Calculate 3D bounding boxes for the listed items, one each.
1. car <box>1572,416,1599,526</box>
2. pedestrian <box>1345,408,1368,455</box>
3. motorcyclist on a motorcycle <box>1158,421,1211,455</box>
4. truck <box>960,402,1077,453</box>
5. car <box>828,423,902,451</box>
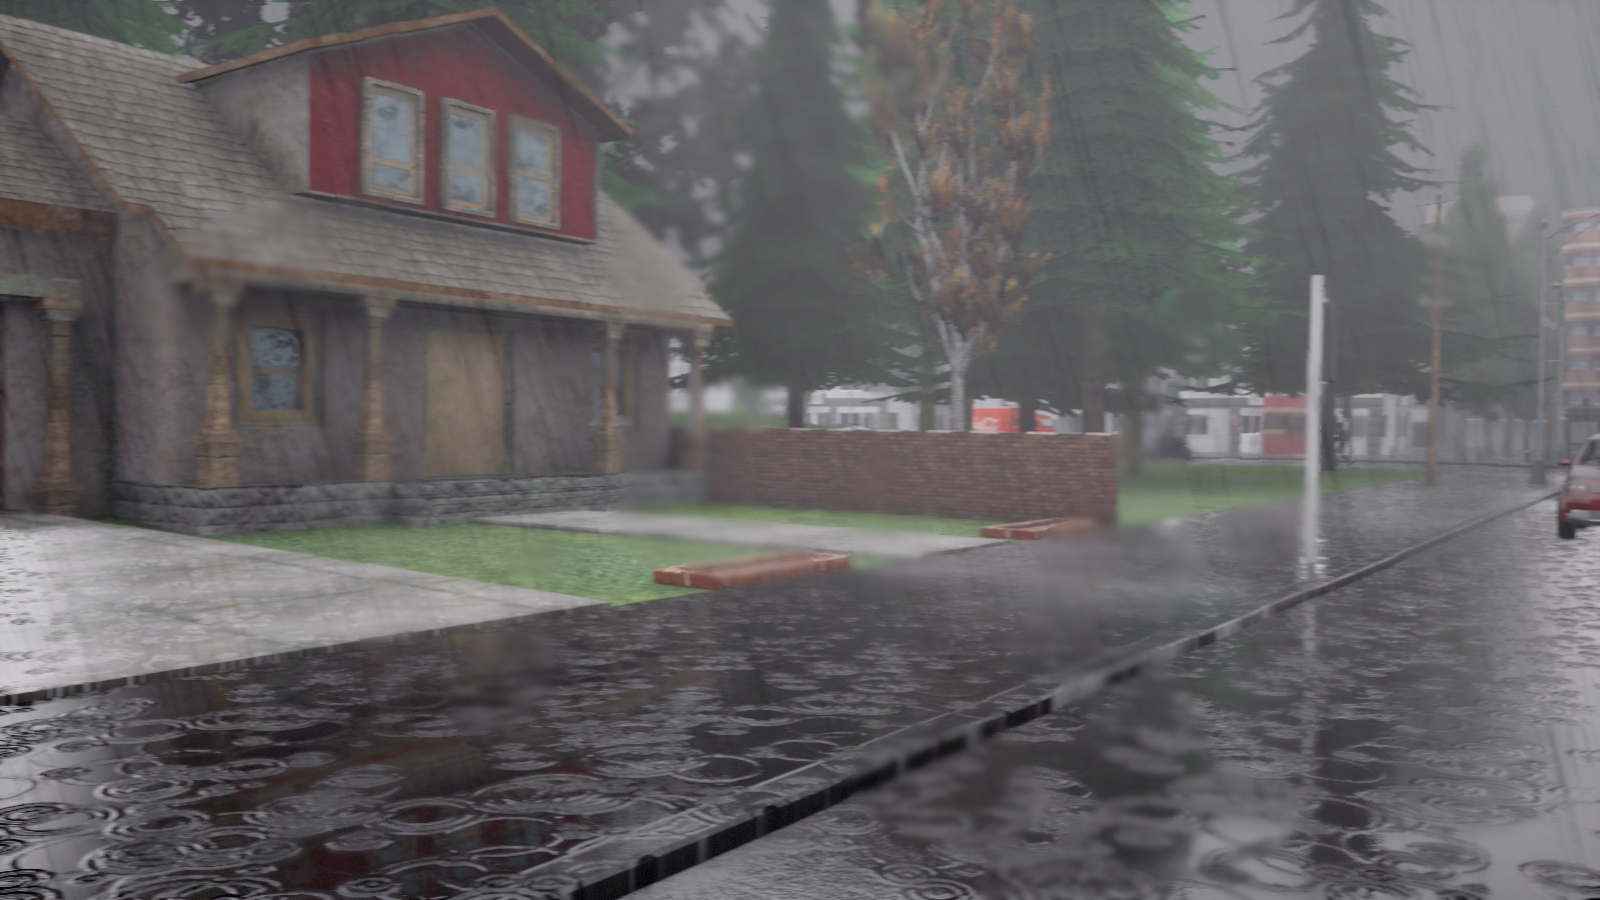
[{"bbox_3d":[12.806,0.265,18.883,1.789,1.549,3.705,0,1,36],"label":"car"},{"bbox_3d":[21.950,-0.730,49.535,0.709,1.840,0.431,1,2,40],"label":"pedestrian"},{"bbox_3d":[18.010,-0.568,58.835,2.191,1.530,0.866,0,2,37],"label":"motorcyclist on a motorcycle"},{"bbox_3d":[11.086,-1.136,63.864,5.204,2.467,2.627,0,2,36],"label":"truck"},{"bbox_3d":[3.579,-0.723,69.362,3.705,1.549,1.789,0,1,36],"label":"car"}]
